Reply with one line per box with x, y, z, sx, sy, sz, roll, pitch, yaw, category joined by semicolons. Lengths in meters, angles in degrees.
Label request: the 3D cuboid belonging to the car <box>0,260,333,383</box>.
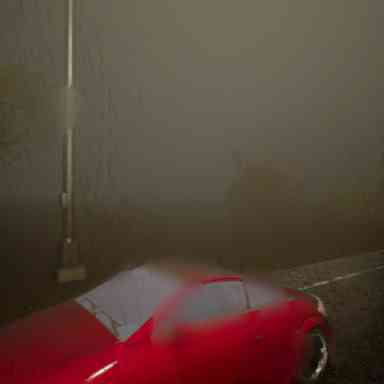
-0.261;1.577;3.824;4.181;1.385;1.994;0;0;-36;car
